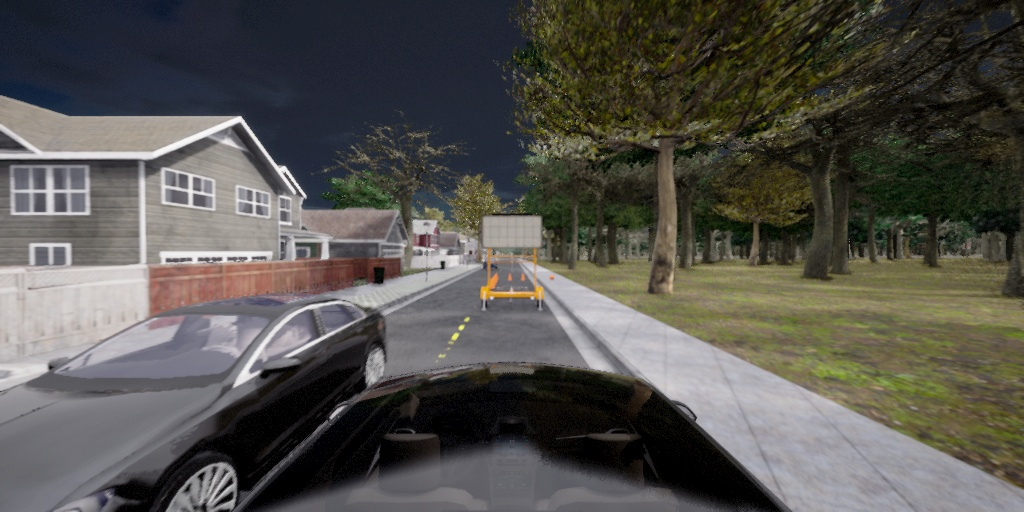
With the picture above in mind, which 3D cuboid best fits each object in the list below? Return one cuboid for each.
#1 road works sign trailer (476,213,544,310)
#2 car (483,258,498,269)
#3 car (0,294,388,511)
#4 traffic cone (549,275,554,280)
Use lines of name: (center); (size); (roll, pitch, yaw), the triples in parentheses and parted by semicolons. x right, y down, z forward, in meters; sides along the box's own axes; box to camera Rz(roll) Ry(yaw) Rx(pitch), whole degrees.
road works sign trailer: (0.006, 0.127, 14.182); (2.380, 3.560, 2.880); (0, 0, 0)
car: (-2.801, 0.990, 47.494); (2.033, 1.411, 5.357); (0, 0, 0)
car: (-2.849, 1.227, 3.724); (2.128, 1.511, 4.902); (0, 0, 0)
traffic cone: (2.818, 1.216, 25.420); (0.340, 0.580, 0.340); (0, 0, 2)
